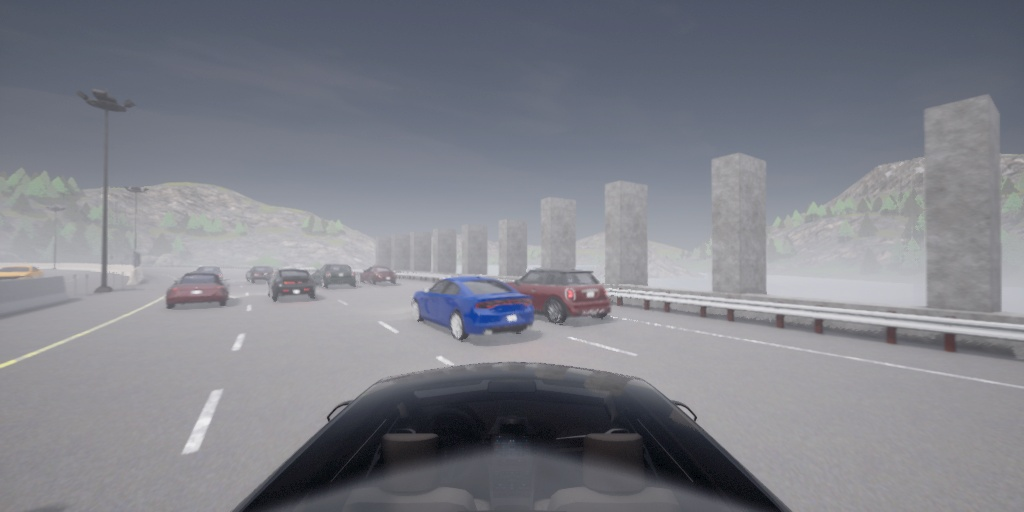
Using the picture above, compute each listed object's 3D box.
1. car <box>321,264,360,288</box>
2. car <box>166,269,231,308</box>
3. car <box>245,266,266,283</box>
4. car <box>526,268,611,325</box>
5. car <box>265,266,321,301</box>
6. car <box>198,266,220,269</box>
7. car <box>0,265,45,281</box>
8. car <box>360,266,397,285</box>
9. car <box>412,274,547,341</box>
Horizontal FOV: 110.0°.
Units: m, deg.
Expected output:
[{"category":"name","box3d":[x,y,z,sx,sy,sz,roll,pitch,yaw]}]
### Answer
[{"category":"car","box3d":[-13.150,1.352,26.458,2.097,1.767,4.553,1,-1,-39]},{"category":"car","box3d":[-13.962,1.448,16.129,1.994,1.385,4.181,1,-1,-37]},{"category":"car","box3d":[-22.066,1.588,31.543,2.033,1.411,5.357,1,-1,-42]},{"category":"car","box3d":[1.253,1.228,12.840,2.097,1.767,4.553,1,-1,-34]},{"category":"car","box3d":[-11.613,1.425,18.847,1.837,1.490,4.892,1,0,-37]},{"category":"car","box3d":[-25.083,1.561,29.661,2.033,1.411,5.357,1,-1,-42]},{"category":"car","box3d":[-36.842,1.437,26.739,1.882,1.535,5.008,1,-1,-43]},{"category":"car","box3d":[-10.961,1.562,29.301,1.812,1.442,4.674,1,-1,-39]},{"category":"car","box3d":[-1.362,1.322,10.456,1.882,1.535,5.008,1,-1,-34]}]
